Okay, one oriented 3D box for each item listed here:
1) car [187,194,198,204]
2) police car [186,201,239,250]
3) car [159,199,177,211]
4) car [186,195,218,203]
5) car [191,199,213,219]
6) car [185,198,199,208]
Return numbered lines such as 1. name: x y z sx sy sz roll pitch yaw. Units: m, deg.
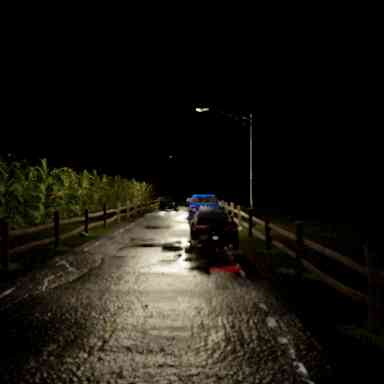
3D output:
1. car: 0.020 1.354 66.221 2.097 1.767 4.553 0 0 0
2. police car: 0.829 1.413 14.372 1.930 1.638 5.238 0 0 0
3. car: -2.829 1.533 39.819 1.994 1.385 4.181 0 0 0
4. car: 0.832 1.204 24.292 2.150 2.045 5.566 0 0 0
5. car: 0.834 1.453 30.262 1.882 1.535 5.008 0 0 0
6. car: 0.018 1.578 49.982 1.895 1.301 4.718 0 0 0
